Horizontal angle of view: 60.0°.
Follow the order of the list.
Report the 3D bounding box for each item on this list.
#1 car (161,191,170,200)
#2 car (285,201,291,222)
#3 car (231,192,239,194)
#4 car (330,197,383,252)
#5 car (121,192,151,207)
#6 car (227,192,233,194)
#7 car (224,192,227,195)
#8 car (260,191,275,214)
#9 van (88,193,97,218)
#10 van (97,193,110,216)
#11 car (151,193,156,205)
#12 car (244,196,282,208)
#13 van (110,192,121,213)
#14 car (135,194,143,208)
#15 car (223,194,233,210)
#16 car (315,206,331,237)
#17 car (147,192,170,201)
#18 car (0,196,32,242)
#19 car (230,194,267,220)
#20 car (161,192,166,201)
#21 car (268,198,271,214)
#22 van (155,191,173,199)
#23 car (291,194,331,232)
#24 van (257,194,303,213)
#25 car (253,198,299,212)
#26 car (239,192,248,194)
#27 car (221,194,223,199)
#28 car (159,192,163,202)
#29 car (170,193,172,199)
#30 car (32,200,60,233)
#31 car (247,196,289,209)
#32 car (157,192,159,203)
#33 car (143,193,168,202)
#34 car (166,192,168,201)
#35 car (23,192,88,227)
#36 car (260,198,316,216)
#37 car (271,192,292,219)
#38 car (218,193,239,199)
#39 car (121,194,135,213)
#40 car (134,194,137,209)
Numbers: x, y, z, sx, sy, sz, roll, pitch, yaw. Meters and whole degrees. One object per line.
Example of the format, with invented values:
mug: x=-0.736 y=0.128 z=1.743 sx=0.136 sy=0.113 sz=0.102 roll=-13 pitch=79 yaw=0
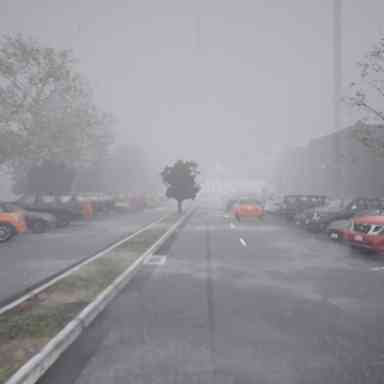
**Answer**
car: x=-7.443 y=1.160 z=64.697 sx=5.008 sy=1.535 sz=2.097 roll=0 pitch=1 yaw=-19
car: x=8.858 y=1.555 z=21.249 sx=4.792 sy=1.488 sz=2.163 roll=1 pitch=1 yaw=-17
car: x=10.839 y=1.369 z=66.418 sx=5.008 sy=1.535 sz=2.097 roll=1 pitch=1 yaw=-20
car: x=8.376 y=1.304 z=12.239 sx=5.566 sy=2.045 sz=2.435 roll=1 pitch=1 yaw=-17
car: x=-8.302 y=0.984 z=40.975 sx=5.566 sy=2.045 sz=2.435 roll=0 pitch=0 yaw=-17
car: x=10.841 y=1.104 z=69.425 sx=5.566 sy=2.045 sz=2.435 roll=1 pitch=1 yaw=-20
car: x=10.833 y=1.357 z=78.503 sx=4.674 sy=1.452 sz=2.002 roll=1 pitch=1 yaw=-21
car: x=9.405 y=1.247 z=30.273 sx=5.566 sy=2.045 sz=2.435 roll=2 pitch=0 yaw=-17
van: x=-9.111 y=1.064 z=23.191 sx=4.442 sy=1.987 sz=1.878 roll=0 pitch=0 yaw=-17
van: x=-8.954 y=1.054 z=26.164 sx=4.442 sy=1.987 sz=1.878 roll=0 pitch=0 yaw=-17
car: x=-7.953 y=1.223 z=44.015 sx=5.366 sy=1.575 sz=1.946 roll=0 pitch=0 yaw=-17
car: x=10.312 y=1.438 z=48.302 sx=5.008 sy=1.535 sz=2.097 roll=2 pitch=1 yaw=-18
van: x=-8.796 y=1.045 z=29.138 sx=4.442 sy=1.987 sz=1.878 roll=0 pitch=0 yaw=-17
car: x=-8.405 y=1.274 z=38.029 sx=4.792 sy=1.488 sz=2.163 roll=0 pitch=0 yaw=-17
car: x=5.319 y=1.419 z=42.050 sx=1.837 sy=1.490 sz=4.892 roll=1 pitch=1 yaw=3
car: x=8.532 y=1.575 z=15.246 sx=4.792 sy=1.488 sz=2.163 roll=2 pitch=1 yaw=-17
car: x=-7.382 y=1.003 z=73.589 sx=4.553 sy=1.767 sz=2.185 roll=0 pitch=0 yaw=-20
car: x=-9.671 y=1.191 z=14.243 sx=4.553 sy=1.767 sz=2.185 roll=0 pitch=0 yaw=-17
car: x=4.563 y=1.310 z=27.669 sx=2.097 sy=1.767 sz=4.553 roll=1 pitch=0 yaw=3
car: x=-7.595 y=1.209 z=58.760 sx=4.792 sy=1.488 sz=2.163 roll=0 pitch=0 yaw=-18
car: x=9.214 y=1.507 z=27.261 sx=5.008 sy=1.535 sz=2.097 roll=2 pitch=1 yaw=-17
van: x=-7.704 y=0.834 z=91.389 sx=4.442 sy=1.987 sz=1.878 roll=0 pitch=0 yaw=-22
car: x=8.704 y=1.284 z=18.244 sx=5.566 sy=2.045 sz=2.435 roll=1 pitch=1 yaw=-17
van: x=9.594 y=1.250 z=36.227 sx=4.442 sy=1.987 sz=1.878 roll=2 pitch=1 yaw=-17
car: x=9.885 y=1.499 z=39.286 sx=4.792 sy=1.488 sz=2.163 roll=2 pitch=0 yaw=-17
car: x=10.523 y=1.290 z=54.337 sx=4.553 sy=1.767 sz=2.185 roll=1 pitch=0 yaw=-18
car: x=10.730 y=1.292 z=84.545 sx=4.892 sy=1.521 sz=2.231 roll=1 pitch=1 yaw=-22
car: x=-7.738 y=1.199 z=52.850 sx=5.008 sy=1.535 sz=2.097 roll=0 pitch=0 yaw=-18
car: x=-7.581 y=1.137 z=70.554 sx=5.366 sy=1.575 sz=1.946 roll=0 pitch=1 yaw=-20
car: x=-9.544 y=1.348 z=17.213 sx=4.674 sy=1.452 sz=2.002 roll=0 pitch=0 yaw=-17
car: x=10.338 y=1.450 z=45.354 sx=5.366 sy=1.575 sz=1.946 roll=1 pitch=0 yaw=-17
car: x=-7.832 y=1.082 z=49.895 sx=4.553 sy=1.767 sz=2.185 roll=0 pitch=0 yaw=-17
car: x=-7.451 y=1.024 z=67.652 sx=4.553 sy=1.767 sz=2.185 roll=0 pitch=0 yaw=-19
car: x=-7.470 y=1.199 z=61.752 sx=4.792 sy=1.488 sz=2.163 roll=0 pitch=0 yaw=-19
car: x=-9.409 y=1.047 z=20.172 sx=5.566 sy=2.045 sz=2.435 roll=0 pitch=0 yaw=-17
car: x=9.539 y=1.488 z=33.263 sx=5.008 sy=1.535 sz=2.097 roll=1 pitch=1 yaw=-17
car: x=9.080 y=1.266 z=24.274 sx=5.566 sy=2.045 sz=2.435 roll=2 pitch=0 yaw=-17
car: x=10.253 y=1.241 z=93.530 sx=5.366 sy=1.575 sz=1.946 roll=1 pitch=0 yaw=-23
car: x=-8.569 y=1.259 z=32.129 sx=5.366 sy=1.575 sz=1.946 roll=0 pitch=0 yaw=-17
car: x=-8.617 y=1.283 z=35.033 sx=4.792 sy=1.488 sz=2.163 roll=0 pitch=0 yaw=-17
